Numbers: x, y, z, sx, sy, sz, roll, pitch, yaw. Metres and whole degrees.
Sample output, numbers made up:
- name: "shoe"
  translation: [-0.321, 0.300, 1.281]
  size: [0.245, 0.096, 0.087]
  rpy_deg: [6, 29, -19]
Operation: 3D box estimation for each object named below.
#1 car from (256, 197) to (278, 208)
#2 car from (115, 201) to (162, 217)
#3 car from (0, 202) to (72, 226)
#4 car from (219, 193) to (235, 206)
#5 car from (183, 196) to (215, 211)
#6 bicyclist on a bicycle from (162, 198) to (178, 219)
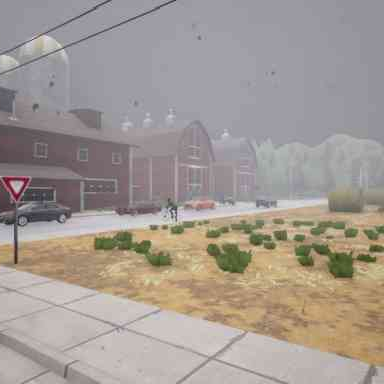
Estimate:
- name: "car"
  translation: [10.758, 1.477, 47.758]
  size: [1.837, 1.490, 4.892]
  rpy_deg: [0, 0, 35]
- name: "car"
  translation: [-4.979, 1.574, 31.447]
  size: [1.895, 1.301, 4.718]
  rpy_deg: [0, 0, 35]
- name: "car"
  translation: [-10.764, 1.478, 23.096]
  size: [1.837, 1.490, 4.892]
  rpy_deg: [0, 0, 35]
- name: "car"
  translation: [5.734, 1.118, 54.102]
  size: [1.905, 1.878, 3.866]
  rpy_deg: [6, 1, -8]
- name: "car"
  translation: [0.881, 1.325, 39.890]
  size: [2.097, 1.767, 4.553]
  rpy_deg: [0, 0, 35]
- name: "bicyclist on a bicycle"
  translation: [-1.497, 1.274, 23.328]
  size: [1.656, 1.620, 0.582]
  rpy_deg: [0, 0, 35]
